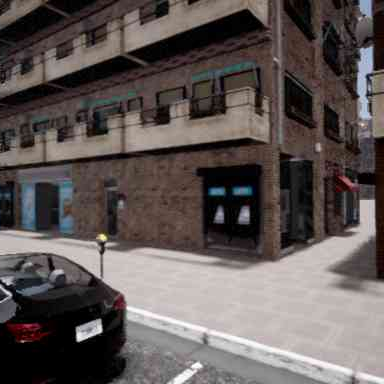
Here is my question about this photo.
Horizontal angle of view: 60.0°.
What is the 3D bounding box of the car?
[{"bbox_3d":[-2.833,1.569,4.909,4.313,1.339,1.947,0,-1,36],"label":"car"}]
